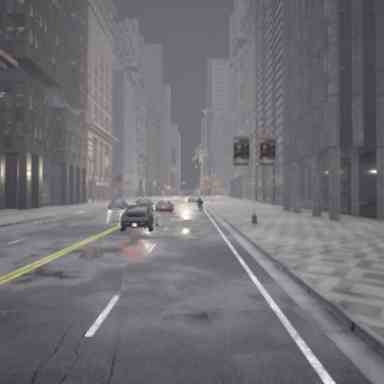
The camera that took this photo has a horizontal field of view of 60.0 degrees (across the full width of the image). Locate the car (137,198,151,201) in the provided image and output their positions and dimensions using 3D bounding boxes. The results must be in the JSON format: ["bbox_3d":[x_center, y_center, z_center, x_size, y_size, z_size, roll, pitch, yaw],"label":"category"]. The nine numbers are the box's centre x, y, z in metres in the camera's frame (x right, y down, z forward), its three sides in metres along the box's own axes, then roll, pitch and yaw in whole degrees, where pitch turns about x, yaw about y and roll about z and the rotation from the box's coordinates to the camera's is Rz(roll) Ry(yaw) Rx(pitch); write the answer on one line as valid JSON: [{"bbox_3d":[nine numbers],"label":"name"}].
[{"bbox_3d":[-6.562,1.559,45.116,1.882,1.535,5.008,0,0,0],"label":"car"}]

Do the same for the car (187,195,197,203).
[{"bbox_3d":[0.004,1.623,71.619,2.033,1.411,5.357,0,0,0],"label":"car"}]

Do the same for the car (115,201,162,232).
[{"bbox_3d":[-3.148,1.547,20.648,1.837,1.490,4.892,0,0,0],"label":"car"}]

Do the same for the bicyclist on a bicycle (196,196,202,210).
[{"bbox_3d":[0.897,1.450,43.059,0.659,1.776,1.843,0,0,0],"label":"bicyclist on a bicycle"}]

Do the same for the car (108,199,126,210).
[{"bbox_3d":[-9.813,1.606,44.197,1.812,1.442,4.674,0,0,0],"label":"car"}]

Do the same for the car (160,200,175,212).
[{"bbox_3d":[-3.148,1.637,38.969,1.994,1.385,4.181,0,0,0],"label":"car"}]

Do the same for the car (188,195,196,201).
[{"bbox_3d":[0.005,1.535,87.707,1.837,1.490,4.892,0,0,0],"label":"car"}]

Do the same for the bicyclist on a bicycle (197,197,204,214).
[{"bbox_3d":[0.896,1.435,34.058,0.659,1.776,1.843,0,0,0],"label":"bicyclist on a bicycle"}]
